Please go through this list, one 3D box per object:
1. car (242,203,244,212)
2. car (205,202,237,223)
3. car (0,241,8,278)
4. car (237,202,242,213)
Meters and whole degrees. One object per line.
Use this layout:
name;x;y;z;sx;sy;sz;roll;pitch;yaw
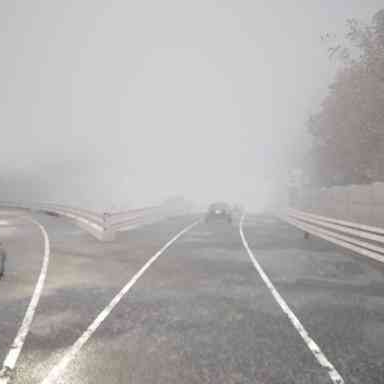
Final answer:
car;7.872;2.905;59.610;1.837;1.490;4.892;0;-4;11
car;2.450;1.620;28.395;2.097;1.767;4.553;0;0;11
car;-5.335;1.562;7.214;1.812;1.442;4.674;1;-1;-20
car;5.663;2.306;46.614;1.895;1.301;4.718;0;-2;10
